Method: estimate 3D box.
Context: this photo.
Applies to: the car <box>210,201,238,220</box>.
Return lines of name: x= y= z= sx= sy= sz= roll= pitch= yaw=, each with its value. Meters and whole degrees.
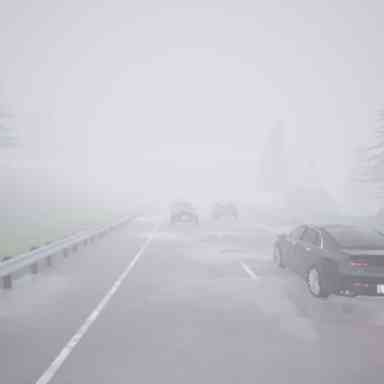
car: x=2.691 y=1.546 z=28.525 sx=2.128 sy=1.511 sz=4.902 roll=0 pitch=0 yaw=-3

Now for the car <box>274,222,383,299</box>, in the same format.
car: x=3.478 y=1.519 z=8.482 sx=1.837 sy=1.490 sz=4.892 roll=0 pitch=0 yaw=-1

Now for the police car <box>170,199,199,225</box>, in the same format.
police car: x=-0.600 y=1.552 z=24.557 sx=2.038 sy=1.542 sz=4.974 roll=0 pitch=0 yaw=-3

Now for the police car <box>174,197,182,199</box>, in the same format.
police car: x=-1.799 y=1.512 z=42.811 sx=1.930 sy=1.638 sz=5.238 roll=0 pitch=0 yaw=-4
